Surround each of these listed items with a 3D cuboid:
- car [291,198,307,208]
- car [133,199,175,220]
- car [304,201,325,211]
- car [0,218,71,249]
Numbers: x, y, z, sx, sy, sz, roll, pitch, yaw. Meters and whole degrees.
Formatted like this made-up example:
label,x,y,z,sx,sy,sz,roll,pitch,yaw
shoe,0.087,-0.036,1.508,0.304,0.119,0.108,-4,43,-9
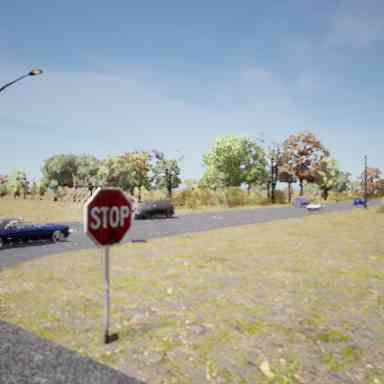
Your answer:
label,x,y,z,sx,sy,sz,roll,pitch,yaw
car,23.148,2.254,71.301,2.150,2.045,5.566,0,-1,36
car,-4.024,1.822,33.720,2.150,2.045,5.566,0,1,36
car,21.254,2.500,56.741,1.895,1.301,4.718,0,-1,36
car,-8.291,1.899,15.880,1.895,1.301,4.718,0,-1,36
